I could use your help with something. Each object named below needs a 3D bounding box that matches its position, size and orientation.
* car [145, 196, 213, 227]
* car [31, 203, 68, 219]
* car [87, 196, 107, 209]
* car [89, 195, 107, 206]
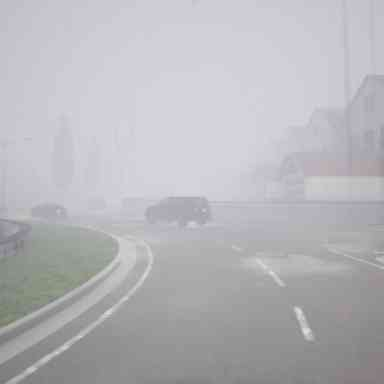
[{"bbox_3d":[-1.039,1.300,23.656,2.150,2.045,5.566,0,0,-44],"label":"car"},{"bbox_3d":[-12.788,1.637,29.712,4.181,1.385,1.994,0,0,44],"label":"car"},{"bbox_3d":[-13.619,1.638,47.819,1.837,1.490,4.892,0,0,-1],"label":"car"},{"bbox_3d":[-17.278,1.523,61.326,2.097,1.767,4.553,0,0,-1],"label":"car"}]
